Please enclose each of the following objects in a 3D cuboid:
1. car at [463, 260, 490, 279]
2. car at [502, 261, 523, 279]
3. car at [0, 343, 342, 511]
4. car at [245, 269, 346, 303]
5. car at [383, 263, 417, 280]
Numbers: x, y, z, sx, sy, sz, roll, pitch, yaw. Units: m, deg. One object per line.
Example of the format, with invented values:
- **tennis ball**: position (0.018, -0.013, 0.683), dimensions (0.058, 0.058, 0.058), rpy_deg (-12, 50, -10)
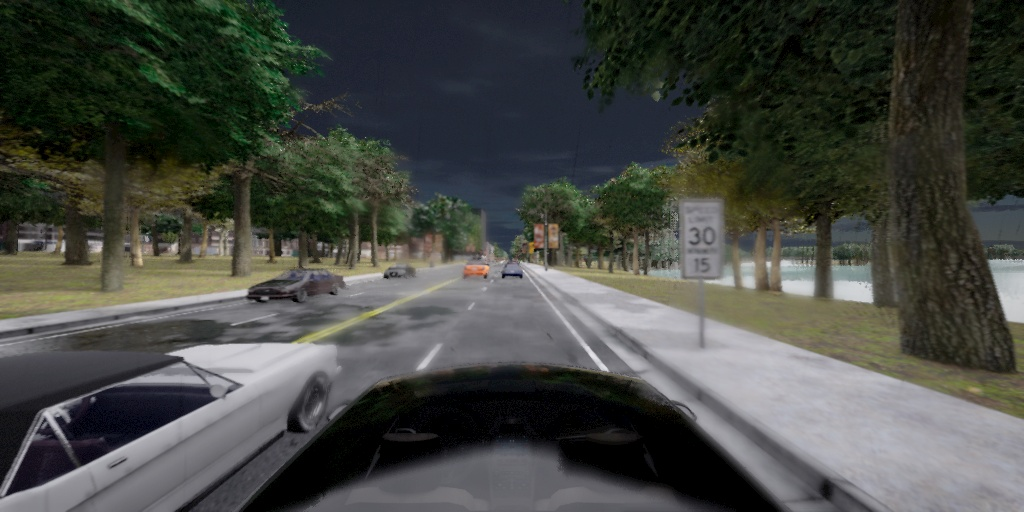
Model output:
- **car**: position (-3.234, 1.141, 33.483), dimensions (2.097, 1.767, 4.553), rpy_deg (0, 0, 0)
- **car**: position (0.025, 1.355, 33.741), dimensions (1.994, 1.385, 4.181), rpy_deg (0, 0, 0)
- **car**: position (-3.150, 1.351, 2.568), dimensions (1.895, 1.301, 4.718), rpy_deg (0, 0, 0)
- **car**: position (-9.837, 1.309, 16.946), dimensions (2.033, 1.411, 5.357), rpy_deg (0, 0, 0)
- **car**: position (-9.794, 1.350, 31.699), dimensions (1.994, 1.385, 4.181), rpy_deg (0, 0, 1)
